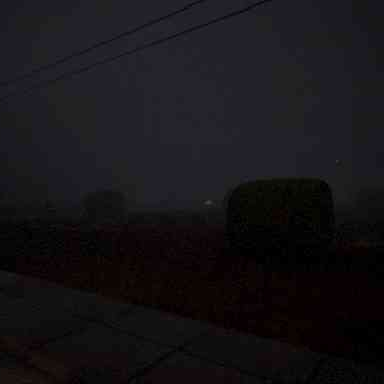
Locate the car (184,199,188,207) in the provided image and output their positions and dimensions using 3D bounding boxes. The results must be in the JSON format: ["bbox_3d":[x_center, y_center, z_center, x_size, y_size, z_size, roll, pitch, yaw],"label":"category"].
[{"bbox_3d":[-2.699,1.867,57.948,1.837,1.490,4.892,-1,-1,39],"label":"car"}]

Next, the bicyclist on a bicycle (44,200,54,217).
[{"bbox_3d":[-13.761,1.592,31.987,1.656,1.620,0.582,-1,-1,38],"label":"bicyclist on a bicycle"}]

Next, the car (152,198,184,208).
[{"bbox_3d":[-3.831,1.925,50.800,1.895,1.301,4.718,-1,0,39],"label":"car"}]

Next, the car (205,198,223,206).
[{"bbox_3d":[4.382,1.795,61.237,1.882,1.535,5.008,-1,0,38],"label":"car"}]
